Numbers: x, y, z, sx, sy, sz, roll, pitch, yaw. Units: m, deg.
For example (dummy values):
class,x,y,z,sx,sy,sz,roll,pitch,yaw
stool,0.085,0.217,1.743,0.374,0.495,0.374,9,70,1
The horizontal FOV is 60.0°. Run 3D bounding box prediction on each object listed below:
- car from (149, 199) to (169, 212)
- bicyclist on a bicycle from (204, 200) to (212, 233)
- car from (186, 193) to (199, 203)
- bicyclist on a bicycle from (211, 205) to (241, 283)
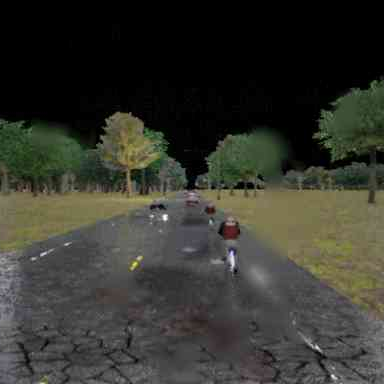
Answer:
class,x,y,z,sx,sy,sz,roll,pitch,yaw
car,-3.585,1.422,36.761,1.895,1.301,4.718,0,0,0
bicyclist on a bicycle,0.964,1.297,17.620,0.659,1.776,1.843,0,0,0
car,0.116,1.201,56.956,1.994,1.385,4.181,0,1,0
bicyclist on a bicycle,0.961,1.335,8.654,0.659,1.776,1.843,0,0,0
